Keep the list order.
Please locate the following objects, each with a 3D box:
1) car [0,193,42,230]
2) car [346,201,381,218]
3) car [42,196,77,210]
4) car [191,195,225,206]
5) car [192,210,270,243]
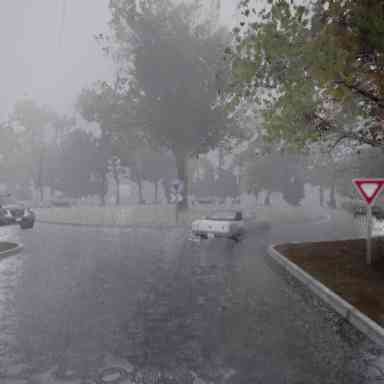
[{"bbox_3d":[-11.317,1.099,19.229,5.566,2.045,2.150,0,0,38],"label":"car"},{"bbox_3d":[14.241,1.422,27.896,1.895,1.301,4.718,0,0,16],"label":"car"},{"bbox_3d":[-15.837,1.239,39.196,2.128,1.511,4.902,0,0,29],"label":"car"},{"bbox_3d":[2.228,1.193,47.771,4.902,1.511,2.128,0,0,13],"label":"car"},{"bbox_3d":[2.054,1.499,15.726,1.895,1.301,4.718,0,0,34],"label":"car"}]
